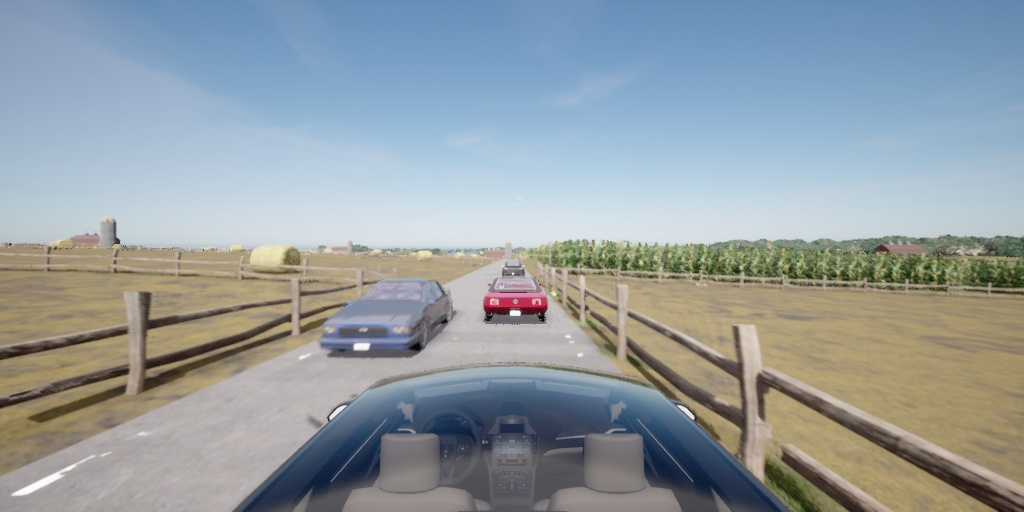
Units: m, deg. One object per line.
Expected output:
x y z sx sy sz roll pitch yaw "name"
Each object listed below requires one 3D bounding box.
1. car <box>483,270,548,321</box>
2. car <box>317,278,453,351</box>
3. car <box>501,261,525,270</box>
0.097 1.337 12.427 1.895 1.301 4.718 0 0 0 "car"
-2.760 1.289 9.281 2.033 1.411 5.357 0 0 0 "car"
0.104 1.180 30.328 2.128 1.511 4.902 0 0 0 "car"
